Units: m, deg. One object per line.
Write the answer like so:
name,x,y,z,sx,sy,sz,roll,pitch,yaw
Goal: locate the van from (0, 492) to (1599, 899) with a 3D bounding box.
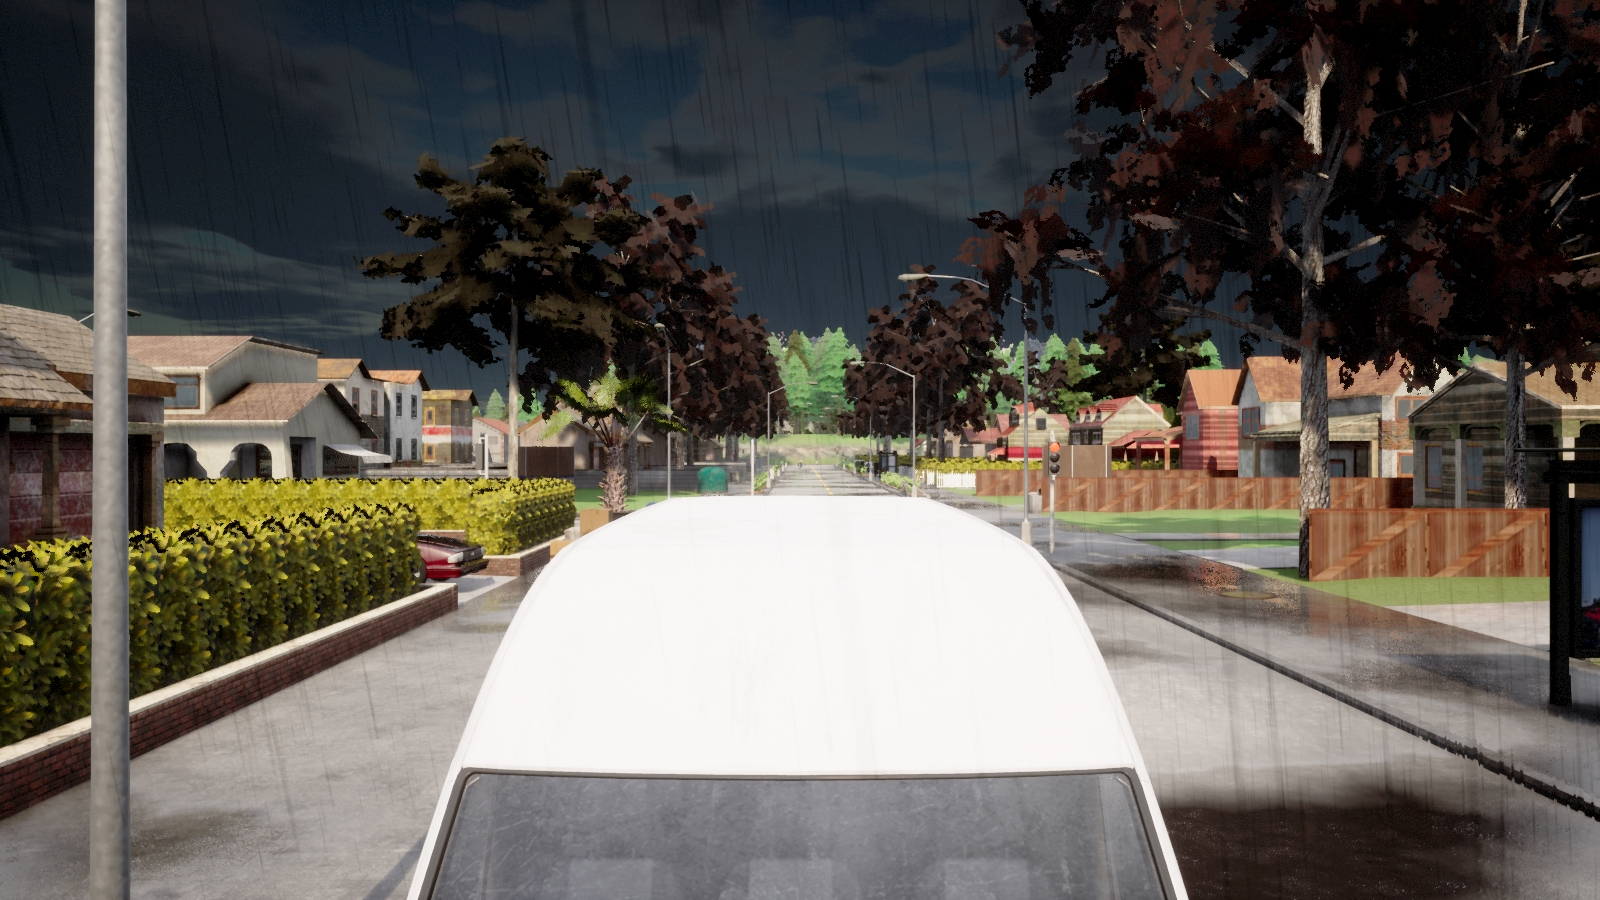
van,0.002,1.537,4.030,1.988,2.561,5.915,0,0,0
